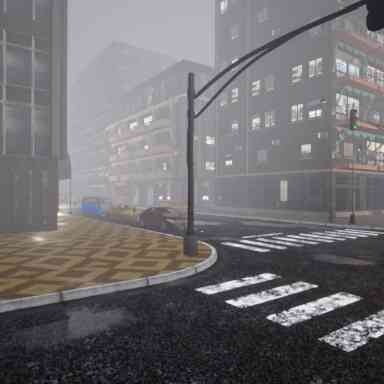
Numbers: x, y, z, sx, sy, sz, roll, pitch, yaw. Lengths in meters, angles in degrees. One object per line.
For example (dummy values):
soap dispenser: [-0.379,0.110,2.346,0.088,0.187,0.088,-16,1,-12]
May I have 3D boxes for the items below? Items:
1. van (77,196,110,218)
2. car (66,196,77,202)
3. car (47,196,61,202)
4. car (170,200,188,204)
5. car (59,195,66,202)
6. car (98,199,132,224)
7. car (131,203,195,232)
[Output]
van: [-8.313,1.265,29.008,1.690,1.788,3.998,0,0,-36]
car: [-21.405,1.448,61.645,1.752,1.417,4.829,0,0,-36]
car: [-31.205,1.489,75.313,1.947,1.339,4.313,0,0,-36]
car: [-1.603,1.488,34.029,1.752,1.417,4.829,0,0,-36]
car: [-27.906,1.361,70.712,1.967,1.590,4.097,0,0,-36]
car: [-4.914,1.459,24.267,1.752,1.417,4.829,0,0,-36]
car: [-1.713,1.526,19.803,1.802,1.307,4.206,0,0,-36]
